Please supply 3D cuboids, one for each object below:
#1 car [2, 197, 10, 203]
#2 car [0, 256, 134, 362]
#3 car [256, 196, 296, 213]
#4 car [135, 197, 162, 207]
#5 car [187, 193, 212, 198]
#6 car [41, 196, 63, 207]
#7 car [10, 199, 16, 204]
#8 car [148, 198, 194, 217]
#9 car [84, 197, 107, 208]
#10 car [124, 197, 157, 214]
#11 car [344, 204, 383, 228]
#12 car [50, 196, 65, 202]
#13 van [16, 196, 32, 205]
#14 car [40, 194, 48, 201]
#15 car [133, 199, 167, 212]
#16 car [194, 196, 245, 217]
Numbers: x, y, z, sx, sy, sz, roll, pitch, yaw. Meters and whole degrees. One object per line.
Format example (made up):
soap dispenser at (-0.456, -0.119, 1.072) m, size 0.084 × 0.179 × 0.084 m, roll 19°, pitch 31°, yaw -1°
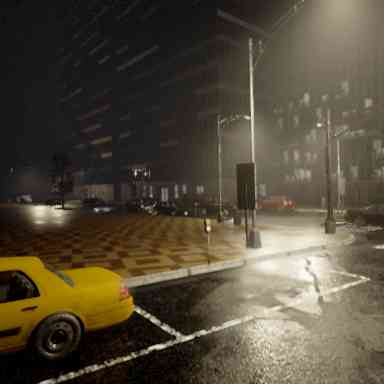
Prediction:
car at (-46.085, 1.993, 83.060) m, size 1.752 × 1.417 × 4.829 m, roll -3°, pitch 1°, yaw -41°
car at (-3.196, 1.528, 4.296) m, size 4.829 × 1.417 × 1.752 m, roll -1°, pitch -1°, yaw -35°
car at (8.102, 1.137, 33.081) m, size 1.967 × 1.590 × 4.097 m, roll -3°, pitch 1°, yaw -41°
car at (-6.659, 1.417, 50.191) m, size 1.947 × 1.339 × 4.313 m, roll -3°, pitch 1°, yaw -41°
car at (0.714, 1.090, 41.630) m, size 2.192 × 1.841 × 5.009 m, roll -3°, pitch 1°, yaw -41°
car at (-24.085, 1.827, 57.561) m, size 1.802 × 1.307 × 4.206 m, roll -3°, pitch 1°, yaw -41°
car at (-38.715, 1.920, 74.517) m, size 1.752 × 1.417 × 4.829 m, roll -3°, pitch 1°, yaw -41°
car at (-1.976, 1.581, 31.930) m, size 1.947 × 1.339 × 4.313 m, roll -3°, pitch 1°, yaw -41°
car at (-14.841, 1.559, 50.932) m, size 1.882 × 1.535 × 5.008 m, roll -2°, pitch 1°, yaw -40°
car at (-5.665, 1.494, 36.199) m, size 1.967 × 1.590 × 4.097 m, roll -3°, pitch 1°, yaw -41°
car at (11.256, 1.382, 18.703) m, size 2.033 × 1.411 × 5.357 m, roll -1°, pitch 1°, yaw -23°
car at (-32.496, 1.683, 80.133) m, size 1.947 × 1.339 × 4.313 m, roll -3°, pitch 1°, yaw -41°
van at (-35.147, 1.700, 70.371) m, size 1.690 × 1.788 × 3.998 m, roll -3°, pitch 1°, yaw -41°
car at (-36.187, 1.699, 84.411) m, size 1.887 × 1.381 × 4.507 m, roll -3°, pitch 1°, yaw -41°
car at (-5.076, 1.545, 39.503) m, size 1.994 × 1.385 × 4.181 m, roll -3°, pitch 1°, yaw -41°
car at (2.706, 1.407, 30.475) m, size 1.837 × 1.490 × 4.892 m, roll -3°, pitch 1°, yaw -41°
